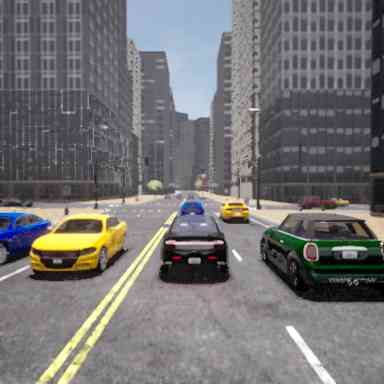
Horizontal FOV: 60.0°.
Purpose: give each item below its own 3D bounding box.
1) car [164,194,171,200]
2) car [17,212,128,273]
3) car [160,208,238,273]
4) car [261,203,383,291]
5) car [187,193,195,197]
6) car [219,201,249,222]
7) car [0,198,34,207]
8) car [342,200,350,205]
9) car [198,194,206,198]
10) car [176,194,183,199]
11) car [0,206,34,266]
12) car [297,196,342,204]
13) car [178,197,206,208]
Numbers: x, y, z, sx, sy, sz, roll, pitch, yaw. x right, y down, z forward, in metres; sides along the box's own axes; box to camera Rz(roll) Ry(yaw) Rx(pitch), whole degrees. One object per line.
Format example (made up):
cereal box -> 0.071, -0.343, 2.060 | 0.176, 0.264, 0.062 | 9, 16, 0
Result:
car -> -6.800, 1.360, 93.016 | 2.033, 1.411, 5.357 | 0, 0, 0
car -> -3.381, 1.466, 10.837 | 1.882, 1.535, 5.008 | 0, 0, 0
car -> 0.062, 1.479, 10.632 | 2.128, 1.511, 4.902 | 0, 0, 0
car -> 3.313, 1.338, 9.111 | 2.097, 1.767, 4.553 | 0, 0, 0
car -> -0.294, 1.113, 91.524 | 2.097, 1.767, 4.553 | 0, 0, 0
car -> 3.268, 1.437, 26.261 | 1.882, 1.535, 5.008 | 0, 0, 0
car -> -22.864, 1.387, 43.305 | 4.313, 1.339, 1.947 | 0, 0, 1
car -> 21.647, 1.566, 51.207 | 4.829, 1.417, 1.752 | 0, 1, 1
car -> 2.956, 1.351, 91.595 | 1.895, 1.301, 4.718 | 0, 0, 0
car -> -3.549, 1.343, 93.026 | 1.812, 1.442, 4.674 | 0, 0, 0
car -> -6.635, 1.468, 11.642 | 1.882, 1.535, 5.008 | 0, 0, 0
car -> 16.065, 1.456, 42.903 | 5.009, 1.841, 2.192 | 0, 1, 1
car -> 0.018, 1.439, 26.374 | 1.882, 1.535, 5.008 | 0, 0, 0
